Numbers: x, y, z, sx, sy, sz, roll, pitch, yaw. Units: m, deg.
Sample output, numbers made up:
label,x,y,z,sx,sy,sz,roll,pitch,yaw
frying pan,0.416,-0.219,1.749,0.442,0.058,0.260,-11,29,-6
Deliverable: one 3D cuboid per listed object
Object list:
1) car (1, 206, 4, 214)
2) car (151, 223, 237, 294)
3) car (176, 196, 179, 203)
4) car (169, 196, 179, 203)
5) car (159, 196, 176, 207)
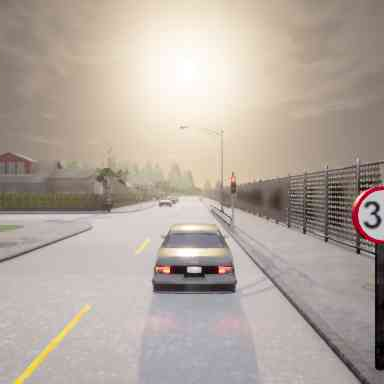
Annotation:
label,x,y,z,sx,sy,sz,roll,pitch,yaw
car,-18.742,1.220,27.588,5.566,2.045,2.150,0,0,0
car,0.066,1.547,8.921,2.033,1.411,5.357,0,0,1
car,-3.979,1.478,61.606,1.882,1.535,5.008,0,0,0
car,-3.901,1.553,71.610,1.994,1.385,4.181,0,0,0
car,-4.025,1.547,51.761,2.033,1.411,5.357,0,0,0
